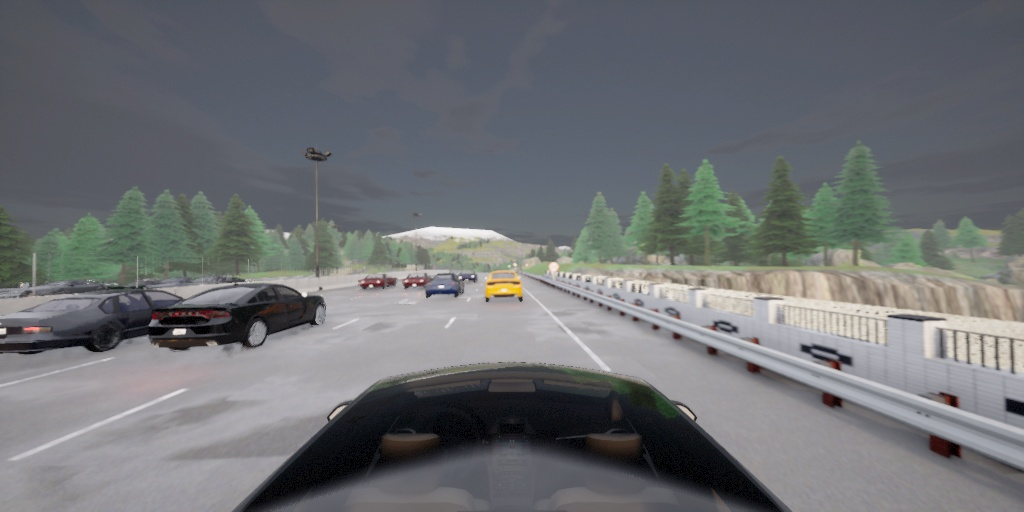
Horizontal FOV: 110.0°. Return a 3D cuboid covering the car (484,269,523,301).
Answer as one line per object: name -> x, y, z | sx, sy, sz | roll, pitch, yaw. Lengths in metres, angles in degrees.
car -> -0.480, 1.537, 19.614 | 1.882, 1.535, 5.008 | -1, -1, -2

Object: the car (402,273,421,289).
car -> -7.913, 2.093, 30.916 | 1.895, 1.301, 4.718 | -1, -1, -2

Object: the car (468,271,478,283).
car -> -4.725, 2.233, 39.108 | 1.895, 1.301, 4.718 | -1, -1, -2

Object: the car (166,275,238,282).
car -> -21.939, 2.167, 26.398 | 2.128, 1.511, 4.902 | -1, -1, -2

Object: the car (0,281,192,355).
car -> -10.611, 1.630, 9.867 | 2.033, 1.411, 5.357 | -1, -1, -2

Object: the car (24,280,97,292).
car -> -32.433, 2.456, 26.147 | 1.994, 1.385, 4.181 | -1, -1, -2

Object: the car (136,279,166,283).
car -> -25.471, 2.337, 27.307 | 1.994, 1.385, 4.181 | -1, -1, -2

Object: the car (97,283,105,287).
car -> -29.007, 2.476, 28.385 | 1.895, 1.301, 4.718 | -1, -1, -2

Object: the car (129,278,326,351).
car -> -7.116, 1.491, 10.039 | 1.882, 1.535, 5.008 | -1, -1, -2

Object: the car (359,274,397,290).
car -> -11.419, 2.170, 31.026 | 1.895, 1.301, 4.718 | -1, -1, -2

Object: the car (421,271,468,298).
car -> -4.085, 1.763, 22.331 | 1.994, 1.385, 4.181 | -1, -1, -2
